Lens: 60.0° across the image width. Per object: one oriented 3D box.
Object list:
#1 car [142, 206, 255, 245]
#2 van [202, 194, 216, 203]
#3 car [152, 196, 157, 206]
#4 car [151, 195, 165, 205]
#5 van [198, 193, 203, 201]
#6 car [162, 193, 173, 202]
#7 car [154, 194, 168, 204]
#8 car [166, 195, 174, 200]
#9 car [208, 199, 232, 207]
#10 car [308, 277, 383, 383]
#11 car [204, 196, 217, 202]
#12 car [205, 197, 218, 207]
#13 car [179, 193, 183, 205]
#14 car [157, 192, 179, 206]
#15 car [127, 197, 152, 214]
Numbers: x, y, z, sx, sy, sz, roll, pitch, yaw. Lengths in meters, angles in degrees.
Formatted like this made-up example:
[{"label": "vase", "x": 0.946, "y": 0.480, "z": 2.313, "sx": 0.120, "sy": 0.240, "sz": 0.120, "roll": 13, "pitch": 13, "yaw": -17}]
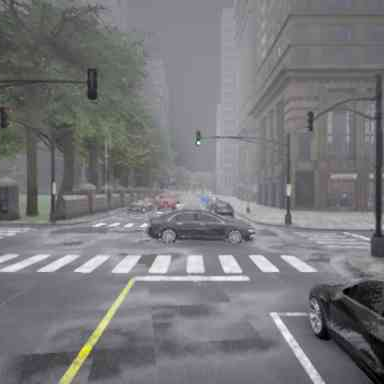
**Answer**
[{"label": "car", "x": 0.398, "y": 1.585, "z": 15.199, "sx": 4.892, "sy": 1.490, "sz": 1.837, "roll": 1, "pitch": 0, "yaw": 0}, {"label": "van", "x": 2.738, "y": 1.328, "z": 46.373, "sx": 1.690, "sy": 1.788, "sz": 3.998, "roll": 0, "pitch": 0, "yaw": 0}, {"label": "car", "x": -5.785, "y": 1.430, "z": 40.969, "sx": 1.967, "sy": 1.590, "sz": 4.097, "roll": 0, "pitch": 0, "yaw": 0}, {"label": "car", "x": -5.792, "y": 1.418, "z": 57.230, "sx": 1.967, "sy": 1.590, "sz": 4.097, "roll": 0, "pitch": 0, "yaw": 0}, {"label": "van", "x": 2.729, "y": 1.309, "z": 68.055, "sx": 1.690, "sy": 1.788, "sz": 3.998, "roll": 0, "pitch": 0, "yaw": 0}, {"label": "car", "x": -5.802, "y": 1.268, "z": 78.911, "sx": 2.192, "sy": 1.841, "sz": 5.009, "roll": 0, "pitch": 0, "yaw": 0}, {"label": "car", "x": -5.795, "y": 1.287, "z": 62.650, "sx": 2.192, "sy": 1.841, "sz": 5.009, "roll": 0, "pitch": 0, "yaw": 0}, {"label": "car", "x": -5.806, "y": 1.483, "z": 89.752, "sx": 1.887, "sy": 1.381, "sz": 4.507, "roll": 0, "pitch": 0, "yaw": 0}, {"label": "car", "x": 2.746, "y": 1.561, "z": 30.112, "sx": 1.947, "sy": 1.339, "sz": 4.313, "roll": 0, "pitch": 0, "yaw": 0}, {"label": "car", "x": 2.757, "y": 1.566, "z": 3.675, "sx": 1.947, "sy": 1.339, "sz": 4.313, "roll": 0, "pitch": 0, "yaw": 0}, {"label": "car", "x": 2.741, "y": 1.516, "z": 41.123, "sx": 1.752, "sy": 1.417, "sz": 4.829, "roll": 0, "pitch": 0, "yaw": 0}, {"label": "car", "x": 2.743, "y": 1.559, "z": 35.533, "sx": 1.947, "sy": 1.339, "sz": 4.313, "roll": 0, "pitch": 0, "yaw": 0}, {"label": "car", "x": -3.044, "y": 1.483, "z": 59.718, "sx": 1.837, "sy": 1.490, "sz": 4.892, "roll": 0, "pitch": 0, "yaw": 0}, {"label": "car", "x": -3.098, "y": 1.212, "z": 41.793, "sx": 2.150, "sy": 2.045, "sz": 5.566, "roll": 0, "pitch": 0, "yaw": 0}, {"label": "car", "x": -5.782, "y": 1.543, "z": 35.549, "sx": 2.008, "sy": 1.369, "sz": 4.403, "roll": 0, "pitch": 0, "yaw": 0}]
